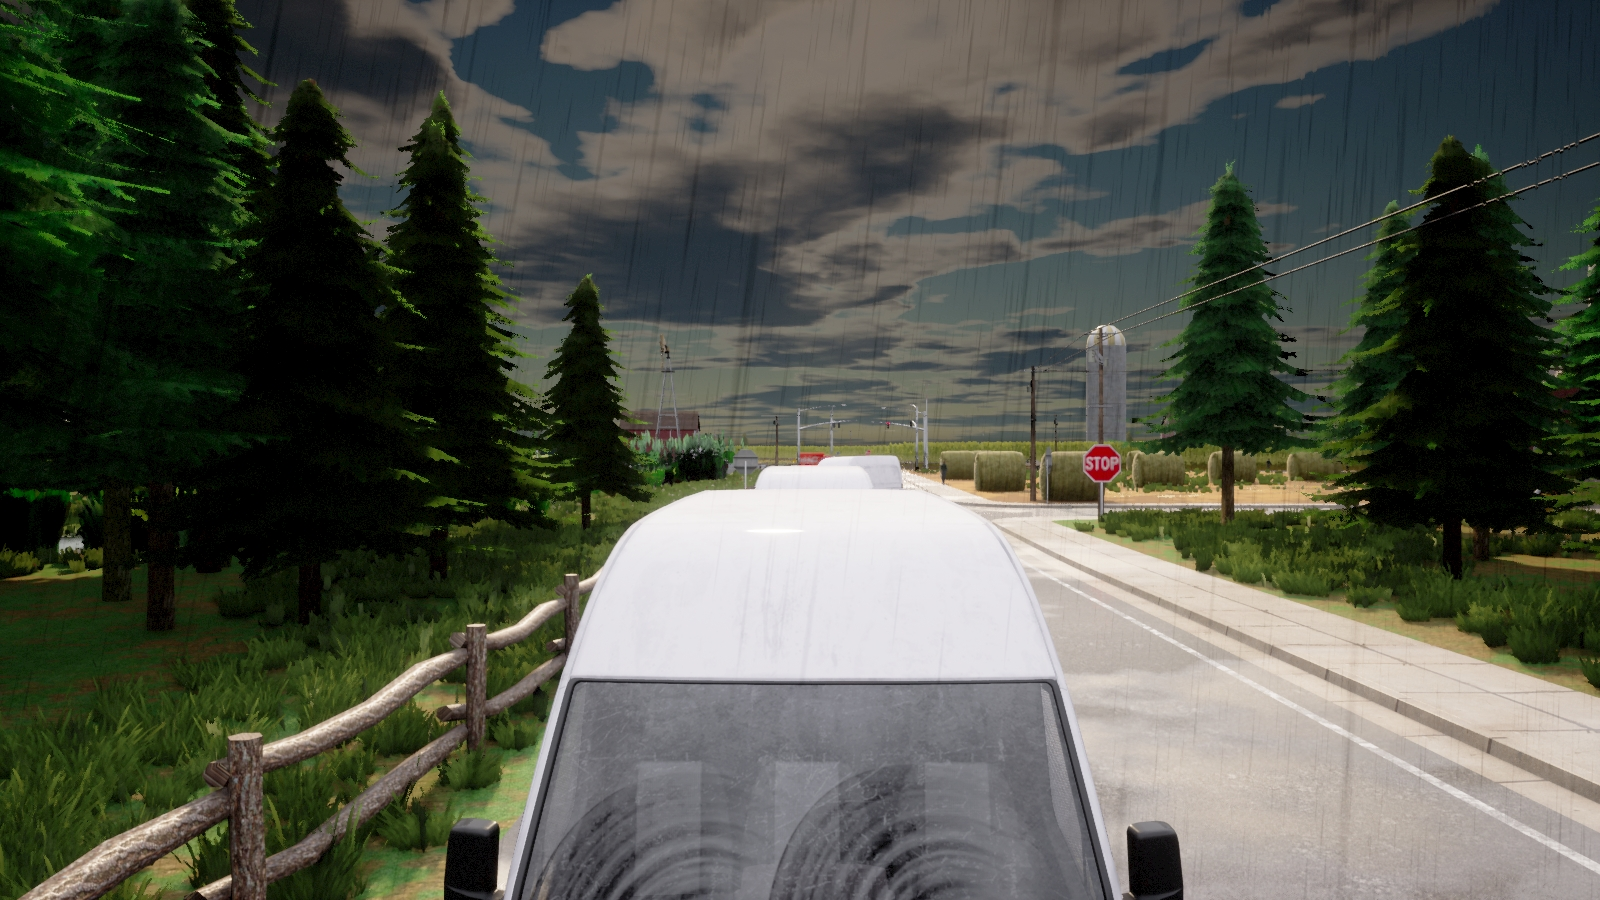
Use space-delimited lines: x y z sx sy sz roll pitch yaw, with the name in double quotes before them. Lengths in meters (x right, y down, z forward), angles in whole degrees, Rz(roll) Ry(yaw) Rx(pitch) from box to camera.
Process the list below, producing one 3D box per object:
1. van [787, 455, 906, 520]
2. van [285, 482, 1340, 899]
"van" 2.048 1.506 47.969 1.988 2.561 5.915 -2 -1 37
"van" 0.056 1.508 5.110 1.988 2.561 5.915 0 0 1
